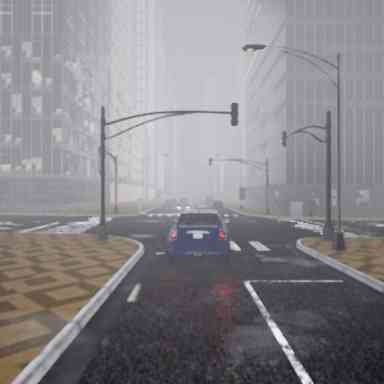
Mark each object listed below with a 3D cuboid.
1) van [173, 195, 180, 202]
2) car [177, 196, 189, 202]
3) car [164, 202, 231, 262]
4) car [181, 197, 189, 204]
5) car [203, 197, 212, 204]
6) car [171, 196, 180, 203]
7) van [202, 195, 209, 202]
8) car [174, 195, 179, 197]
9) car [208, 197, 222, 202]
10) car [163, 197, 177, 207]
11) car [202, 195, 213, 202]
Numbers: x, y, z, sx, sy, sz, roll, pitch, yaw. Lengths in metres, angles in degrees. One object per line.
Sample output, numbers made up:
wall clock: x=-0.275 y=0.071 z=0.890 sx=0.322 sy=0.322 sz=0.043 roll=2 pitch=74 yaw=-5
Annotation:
van: x=-4.219 y=1.842 z=90.364 sx=1.690 sy=1.788 sz=3.998 roll=0 pitch=0 yaw=0
car: x=-1.548 y=1.876 z=59.020 sx=1.812 sy=1.442 sz=4.674 roll=0 pitch=0 yaw=0
car: x=0.367 y=1.426 z=12.661 sx=2.097 sy=1.767 sz=4.553 roll=0 pitch=0 yaw=5
car: x=-1.575 y=1.943 z=74.333 sx=1.812 sy=1.442 sz=4.674 roll=0 pitch=0 yaw=0
car: x=3.716 y=1.889 z=79.347 sx=1.967 sy=1.590 sz=4.097 roll=0 pitch=0 yaw=0
car: x=-4.192 y=1.915 z=84.836 sx=1.967 sy=1.590 sz=4.097 roll=0 pitch=0 yaw=0
van: x=3.661 y=1.842 z=90.403 sx=1.690 sy=1.788 sz=3.998 roll=0 pitch=0 yaw=0
car: x=-4.137 y=1.989 z=73.780 sx=1.947 sy=1.339 sz=4.313 roll=0 pitch=0 yaw=0
car: x=3.902 y=1.877 z=51.710 sx=1.947 sy=1.339 sz=4.313 roll=0 pitch=0 yaw=0
car: x=-4.055 y=1.923 z=57.197 sx=1.802 sy=1.307 sz=4.206 roll=0 pitch=0 yaw=0
car: x=3.743 y=1.738 z=73.820 sx=2.192 sy=1.841 sz=5.009 roll=0 pitch=0 yaw=0
